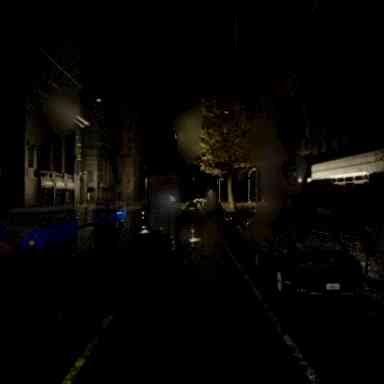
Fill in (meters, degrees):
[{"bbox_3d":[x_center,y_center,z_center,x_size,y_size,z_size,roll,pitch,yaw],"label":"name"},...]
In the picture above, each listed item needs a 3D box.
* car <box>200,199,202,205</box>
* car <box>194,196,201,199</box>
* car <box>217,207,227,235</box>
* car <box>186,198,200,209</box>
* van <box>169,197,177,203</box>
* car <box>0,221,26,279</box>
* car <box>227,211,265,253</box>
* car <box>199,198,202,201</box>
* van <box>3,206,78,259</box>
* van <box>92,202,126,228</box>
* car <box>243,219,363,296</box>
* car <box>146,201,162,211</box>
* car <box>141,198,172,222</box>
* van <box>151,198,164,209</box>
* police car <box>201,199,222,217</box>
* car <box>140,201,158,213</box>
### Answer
[{"bbox_3d":[2.708,2.058,50.988,1.887,1.381,4.507,0,-1,0],"label":"car"},{"bbox_3d":[2.171,2.203,71.377,4.902,1.511,2.128,-1,0,-30],"label":"car"},{"bbox_3d":[2.741,1.756,19.257,1.947,1.339,4.313,0,-1,0],"label":"car"},{"bbox_3d":[-0.040,2.180,57.266,1.895,1.301,4.718,0,-1,0],"label":"car"},{"bbox_3d":[-5.875,2.322,94.146,1.690,1.788,3.998,0,-1,0],"label":"van"},{"bbox_3d":[-5.772,1.598,7.275,1.752,1.417,4.829,0,-1,0],"label":"car"},{"bbox_3d":[2.746,1.665,14.137,1.752,1.417,4.829,0,-1,0],"label":"car"},{"bbox_3d":[2.704,2.152,61.738,1.752,1.417,4.829,0,-1,0],"label":"car"},{"bbox_3d":[-5.778,1.468,12.860,1.690,1.788,3.998,0,-1,0],"label":"van"},{"bbox_3d":[-5.789,1.576,23.686,1.690,1.788,3.998,0,-1,0],"label":"van"},{"bbox_3d":[2.752,1.636,8.678,2.008,1.369,4.403,0,-1,0],"label":"car"},{"bbox_3d":[-5.816,2.077,50.749,1.947,1.339,4.313,0,-1,0],"label":"car"},{"bbox_3d":[-3.127,1.638,28.810,2.097,1.767,4.553,0,-1,0],"label":"car"},{"bbox_3d":[-5.822,1.909,56.164,1.690,1.788,3.998,0,-1,0],"label":"van"},{"bbox_3d":[2.329,1.790,36.661,1.930,1.638,5.238,0,-1,0],"label":"police car"},{"bbox_3d":[-5.811,1.999,45.336,1.887,1.381,4.507,0,-1,0],"label":"car"}]
